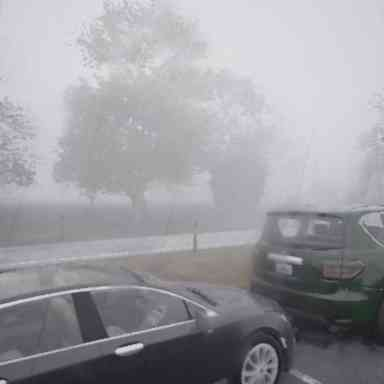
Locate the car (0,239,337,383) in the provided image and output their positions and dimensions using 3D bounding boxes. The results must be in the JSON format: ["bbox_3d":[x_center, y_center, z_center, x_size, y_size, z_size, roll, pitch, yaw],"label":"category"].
[{"bbox_3d":[-1.029,1.478,3.322,4.892,1.521,2.231,0,-2,-35],"label":"car"}]

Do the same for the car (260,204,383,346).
[{"bbox_3d":[3.642,1.238,6.459,5.566,2.045,2.435,0,-2,-33],"label":"car"}]
